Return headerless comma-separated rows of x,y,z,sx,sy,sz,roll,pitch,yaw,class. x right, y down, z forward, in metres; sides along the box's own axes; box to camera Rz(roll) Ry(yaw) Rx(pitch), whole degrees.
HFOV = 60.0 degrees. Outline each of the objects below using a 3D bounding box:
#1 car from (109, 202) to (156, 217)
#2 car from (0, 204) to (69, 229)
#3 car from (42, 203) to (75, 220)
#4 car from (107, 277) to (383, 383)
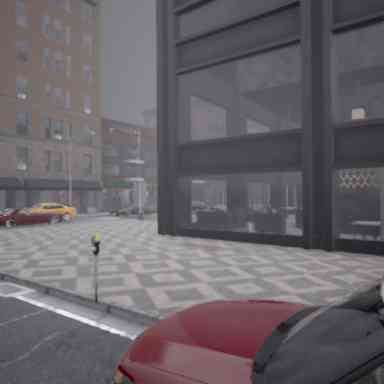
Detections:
-6.026,1.793,34.550,2.033,1.411,5.357,-1,-1,35,car
-11.046,1.705,22.172,1.895,1.301,4.718,-1,-1,36,car
-11.795,1.641,26.565,1.882,1.535,5.008,-1,-1,36,car
1.705,1.315,1.644,5.009,1.841,2.192,0,-1,36,car
